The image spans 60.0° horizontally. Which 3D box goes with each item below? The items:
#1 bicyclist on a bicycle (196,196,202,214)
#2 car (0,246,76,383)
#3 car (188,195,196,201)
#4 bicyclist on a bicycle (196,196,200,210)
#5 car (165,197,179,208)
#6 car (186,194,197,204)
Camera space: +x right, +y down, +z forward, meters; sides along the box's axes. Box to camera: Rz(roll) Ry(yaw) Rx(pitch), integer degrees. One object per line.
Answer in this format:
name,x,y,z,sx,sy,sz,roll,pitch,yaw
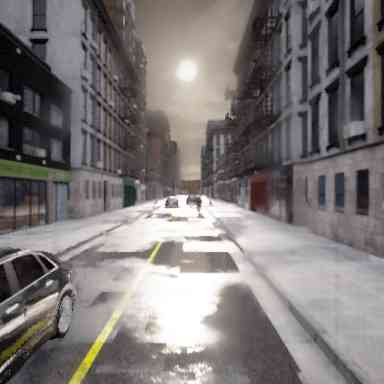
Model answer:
bicyclist on a bicycle,0.750,1.314,33.335,0.659,1.776,1.843,0,0,0
car,-2.851,1.501,3.735,1.837,1.490,4.892,0,0,0
car,-0.015,1.430,76.530,1.895,1.301,4.718,0,0,0
bicyclist on a bicycle,0.748,1.377,42.164,0.582,1.620,1.656,0,0,0
car,-2.831,1.404,47.607,2.128,1.511,4.902,0,0,0
car,0.002,1.230,60.122,2.097,1.767,4.553,0,0,0
